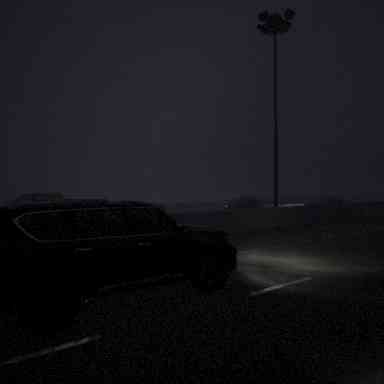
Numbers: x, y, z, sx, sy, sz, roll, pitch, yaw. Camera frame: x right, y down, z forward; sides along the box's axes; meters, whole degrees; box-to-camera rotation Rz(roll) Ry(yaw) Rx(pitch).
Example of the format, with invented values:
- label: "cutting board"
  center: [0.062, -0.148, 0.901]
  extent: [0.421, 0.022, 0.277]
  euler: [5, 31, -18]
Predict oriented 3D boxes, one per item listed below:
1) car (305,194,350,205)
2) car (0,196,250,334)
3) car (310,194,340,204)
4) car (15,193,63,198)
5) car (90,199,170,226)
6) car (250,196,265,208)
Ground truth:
- label: "car"
  center: [12.606, 1.171, 30.779]
  extent: [5.357, 1.411, 2.033]
  euler: [-1, 1, -36]
- label: "car"
  center: [-1.591, 1.172, 6.932]
  extent: [5.566, 2.045, 2.150]
  euler: [-1, 1, -37]
- label: "car"
  center: [19.596, 1.005, 48.989]
  extent: [4.718, 1.301, 1.895]
  euler: [-1, 1, -36]
- label: "car"
  center: [-12.405, 1.092, 25.373]
  extent: [5.566, 2.045, 2.150]
  euler: [0, 0, -36]
- label: "car"
  center: [-4.158, 1.305, 22.762]
  extent: [5.008, 1.535, 1.882]
  euler: [-1, 1, -36]
- label: "car"
  center: [5.322, 1.143, 34.110]
  extent: [4.902, 1.511, 2.128]
  euler: [-1, 0, -36]
